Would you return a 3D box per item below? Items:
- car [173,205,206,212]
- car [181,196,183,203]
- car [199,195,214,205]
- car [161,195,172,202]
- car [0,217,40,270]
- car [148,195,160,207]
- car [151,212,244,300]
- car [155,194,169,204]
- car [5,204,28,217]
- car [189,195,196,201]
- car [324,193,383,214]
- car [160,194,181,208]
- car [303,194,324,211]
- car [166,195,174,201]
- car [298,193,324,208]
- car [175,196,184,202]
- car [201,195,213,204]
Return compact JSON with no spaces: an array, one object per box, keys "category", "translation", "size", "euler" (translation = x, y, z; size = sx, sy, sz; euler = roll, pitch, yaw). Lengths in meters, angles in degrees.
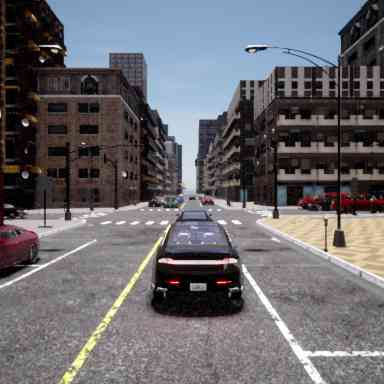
[{"category":"car","translation":[0.115,1.563,17.014],"size":[1.994,1.385,4.181],"euler":[0,0,0]},{"category":"car","translation":[-3.024,1.616,58.096],"size":[1.895,1.301,4.718],"euler":[0,0,0]},{"category":"car","translation":[2.744,1.454,56.892],"size":[1.967,1.590,4.097],"euler":[0,0,0]},{"category":"car","translation":[-5.619,1.465,73.946],"size":[1.967,1.590,4.097],"euler":[0,0,0]},{"category":"car","translation":[-5.733,1.581,9.192],"size":[1.802,1.307,4.206],"euler":[0,0,0]},{"category":"car","translation":[-5.641,1.577,51.216],"size":[1.947,1.339,4.313],"euler":[0,0,0]},{"category":"car","translation":[0.110,1.491,8.399],"size":[2.128,1.511,4.902],"euler":[0,0,0]},{"category":"car","translation":[-5.631,1.332,62.581],"size":[2.192,1.841,5.009],"euler":[0,0,0]},{"category":"car","translation":[-18.140,1.804,31.485],"size":[4.902,1.511,2.128],"euler":[-1,0,0]},{"category":"car","translation":[0.088,1.592,90.077],"size":[1.994,1.385,4.181],"euler":[0,0,0]},{"category":"car","translation":[14.722,1.027,29.133],"size":[5.009,1.841,2.192],"euler":[-1,1,0]},{"category":"car","translation":[-3.019,1.362,48.164],"size":[2.097,1.767,4.553],"euler":[0,0,0]},{"category":"car","translation":[14.598,1.228,34.941],"size":[4.674,1.442,1.812],"euler":[-1,0,0]},{"category":"car","translation":[-5.608,1.475,85.311],"size":[1.967,1.590,4.097],"euler":[0,0,0]},{"category":"car","translation":[14.595,1.012,37.512],"size":[5.009,1.841,2.192],"euler":[-1,1,0]},{"category":"car","translation":[-2.924,1.567,79.033],"size":[2.033,1.411,5.357],"euler":[0,0,0]},{"category":"car","translation":[2.750,1.458,62.574],"size":[1.967,1.590,4.097],"euler":[0,0,0]}]
